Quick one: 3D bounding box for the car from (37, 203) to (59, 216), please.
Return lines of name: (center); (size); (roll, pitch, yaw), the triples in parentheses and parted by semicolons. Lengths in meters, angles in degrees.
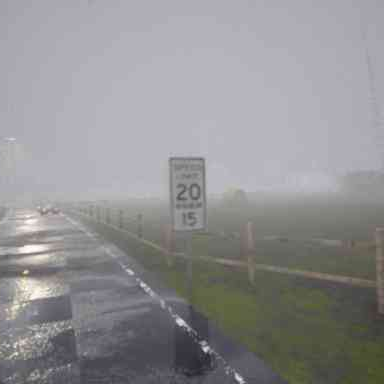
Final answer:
car: (-16.640, 2.048, 38.756); (1.895, 1.301, 4.718); (-2, 0, -26)
